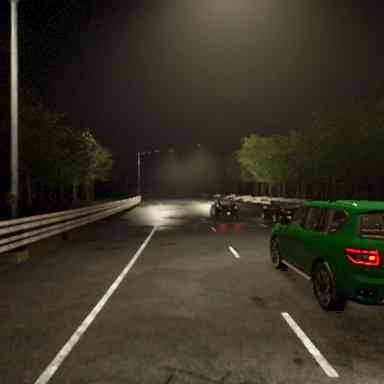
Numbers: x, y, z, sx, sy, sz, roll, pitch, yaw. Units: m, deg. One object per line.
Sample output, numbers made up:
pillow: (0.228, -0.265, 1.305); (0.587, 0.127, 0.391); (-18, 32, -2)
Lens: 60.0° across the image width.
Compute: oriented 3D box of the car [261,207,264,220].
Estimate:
car: (6.387, 1.431, 23.993); (1.837, 1.490, 4.892); (0, 0, -3)

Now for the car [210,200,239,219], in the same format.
car: (2.662, 1.408, 27.830); (2.128, 1.511, 4.902); (0, 0, -3)

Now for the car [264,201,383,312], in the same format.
car: (3.487, 1.201, 7.809); (2.150, 2.045, 5.566); (0, 0, -1)
